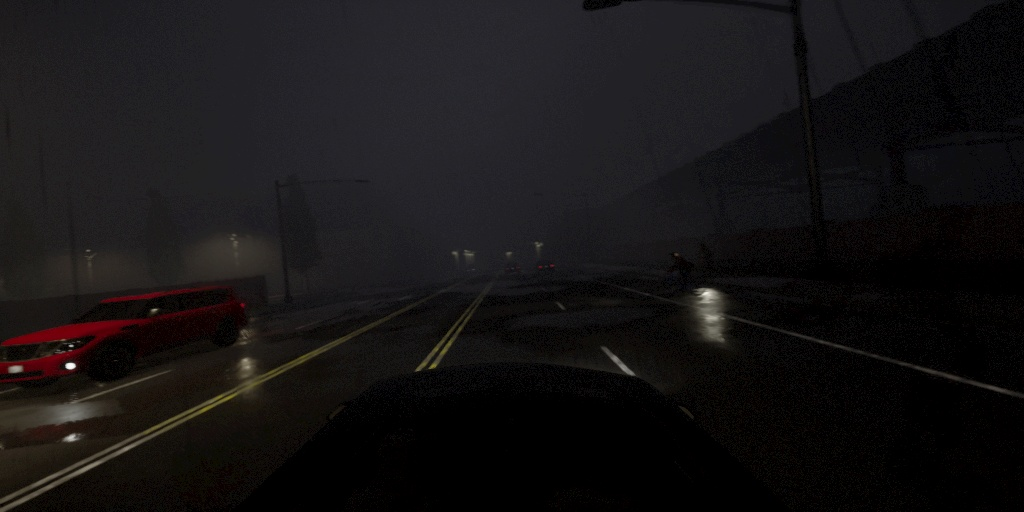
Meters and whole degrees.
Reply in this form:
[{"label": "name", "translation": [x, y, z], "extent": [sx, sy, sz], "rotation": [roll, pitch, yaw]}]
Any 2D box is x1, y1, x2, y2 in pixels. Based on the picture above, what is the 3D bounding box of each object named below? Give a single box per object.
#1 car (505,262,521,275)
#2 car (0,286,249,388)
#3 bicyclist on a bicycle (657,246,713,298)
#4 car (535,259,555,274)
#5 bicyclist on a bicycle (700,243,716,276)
[{"label": "car", "translation": [0.077, 1.472, 43.289], "extent": [2.033, 1.411, 5.357], "rotation": [-6, 0, 0]}, {"label": "car", "translation": [-10.541, 2.073, 10.432], "extent": [2.150, 2.045, 5.566], "rotation": [-6, 0, 2]}, {"label": "bicyclist on a bicycle", "translation": [5.933, 0.646, 12.658], "extent": [1.656, 1.620, 0.582], "rotation": [-6, 0, 12]}, {"label": "car", "translation": [3.504, 1.105, 38.782], "extent": [2.033, 1.411, 5.357], "rotation": [-6, 0, 0]}, {"label": "bicyclist on a bicycle", "translation": [9.128, 0.187, 16.870], "extent": [1.656, 1.620, 0.582], "rotation": [-4, -1, -34]}]
